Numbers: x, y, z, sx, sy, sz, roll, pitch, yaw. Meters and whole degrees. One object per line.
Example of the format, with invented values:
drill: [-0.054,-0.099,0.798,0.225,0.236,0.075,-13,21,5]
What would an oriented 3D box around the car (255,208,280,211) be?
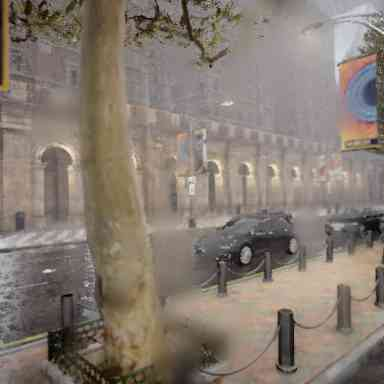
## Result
car: [5.273,1.853,24.050,4.718,1.301,1.895,0,-1,-43]

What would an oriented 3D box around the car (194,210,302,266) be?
car: [2.204,1.646,12.252,4.892,1.490,1.837,0,-1,-42]

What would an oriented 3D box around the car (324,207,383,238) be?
car: [9.215,1.623,18.648,4.902,1.511,2.128,0,-1,-42]
